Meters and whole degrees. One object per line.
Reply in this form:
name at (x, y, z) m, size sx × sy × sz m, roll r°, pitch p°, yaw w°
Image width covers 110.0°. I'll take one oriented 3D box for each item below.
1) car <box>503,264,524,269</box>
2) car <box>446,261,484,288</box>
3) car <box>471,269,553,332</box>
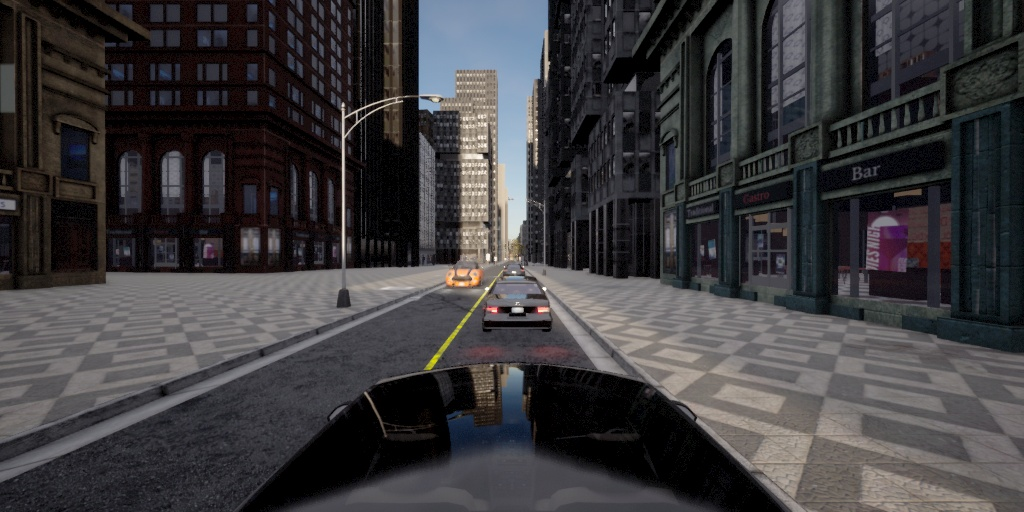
car at (0.178, 1.367, 32.484) m, size 1.994 × 1.385 × 4.181 m, roll 0°, pitch 0°, yaw 0°
car at (-3.045, 1.128, 23.995) m, size 2.097 × 1.767 × 4.553 m, roll 0°, pitch 0°, yaw 0°
car at (0.124, 1.304, 10.838) m, size 2.033 × 1.411 × 5.357 m, roll 0°, pitch 0°, yaw 0°
